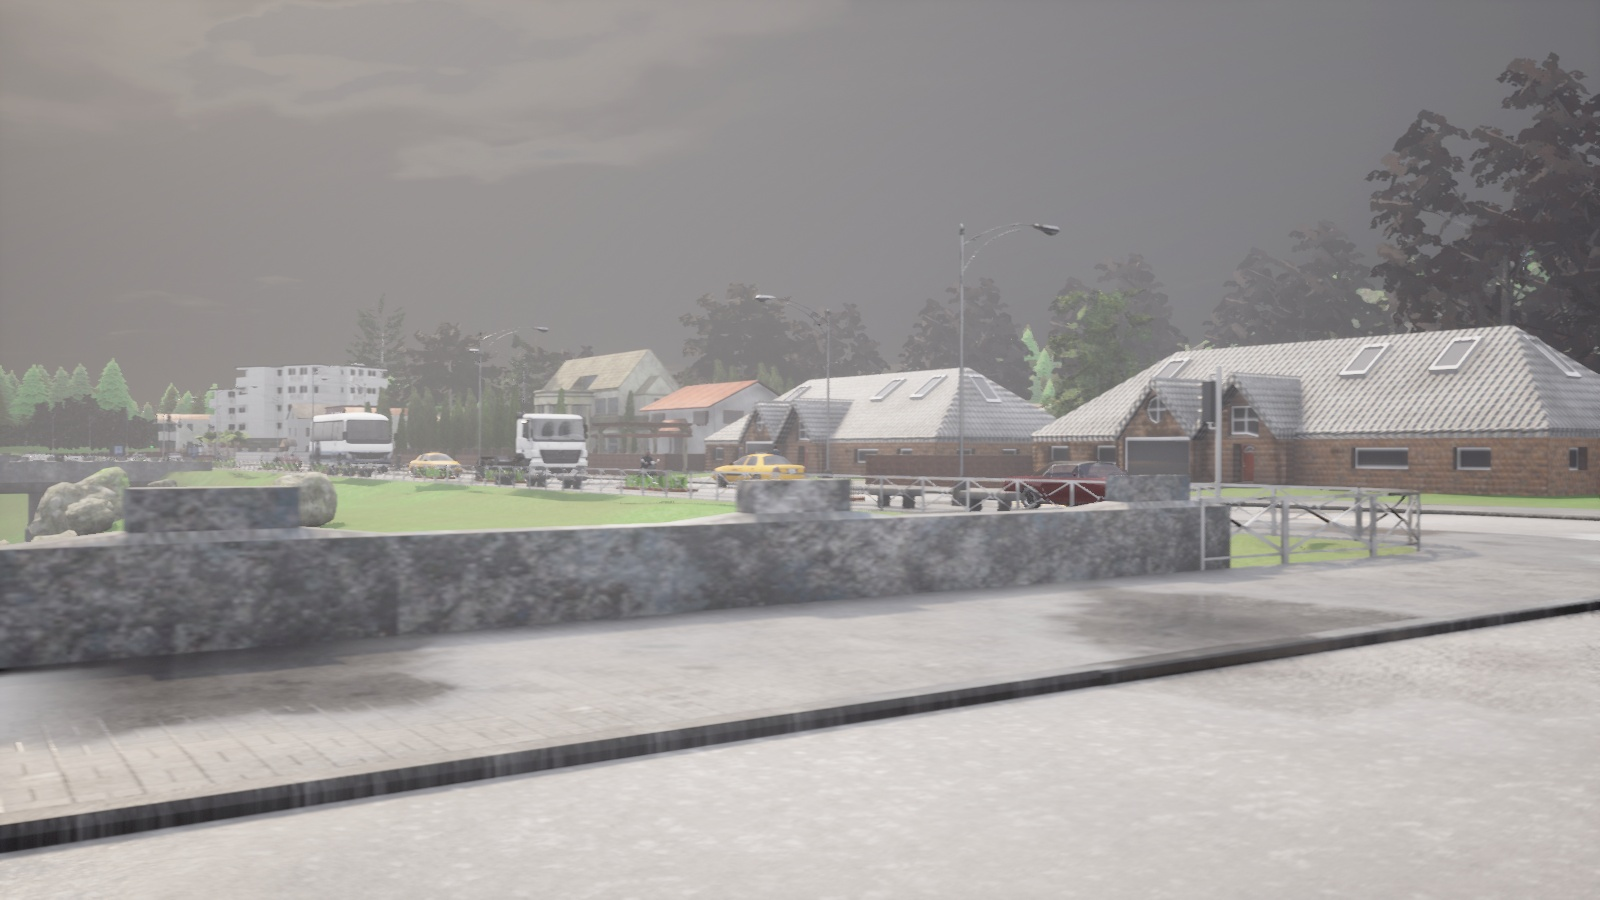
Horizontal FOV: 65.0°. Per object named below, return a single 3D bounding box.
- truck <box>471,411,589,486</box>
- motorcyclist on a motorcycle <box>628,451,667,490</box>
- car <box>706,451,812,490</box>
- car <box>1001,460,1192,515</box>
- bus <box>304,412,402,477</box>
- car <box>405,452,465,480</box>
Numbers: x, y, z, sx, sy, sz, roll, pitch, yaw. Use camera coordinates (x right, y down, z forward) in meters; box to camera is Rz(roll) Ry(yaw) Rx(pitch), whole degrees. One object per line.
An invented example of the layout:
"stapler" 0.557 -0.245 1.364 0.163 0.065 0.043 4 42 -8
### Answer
"truck" -13.577 -0.055 62.632 2.891 3.462 7.936 0 0 -35
"motorcyclist on a motorcycle" -6.358 0.840 52.264 0.866 1.590 1.817 0 0 -35
"car" -1.797 0.817 52.714 1.801 1.575 5.366 0 0 -35
"car" 7.529 0.908 32.314 1.895 1.301 4.718 0 0 -35
"bus" -31.714 -0.347 88.683 3.944 4.253 10.273 0 0 -35
"car" -21.569 0.911 74.115 1.801 1.575 5.366 0 0 -35
